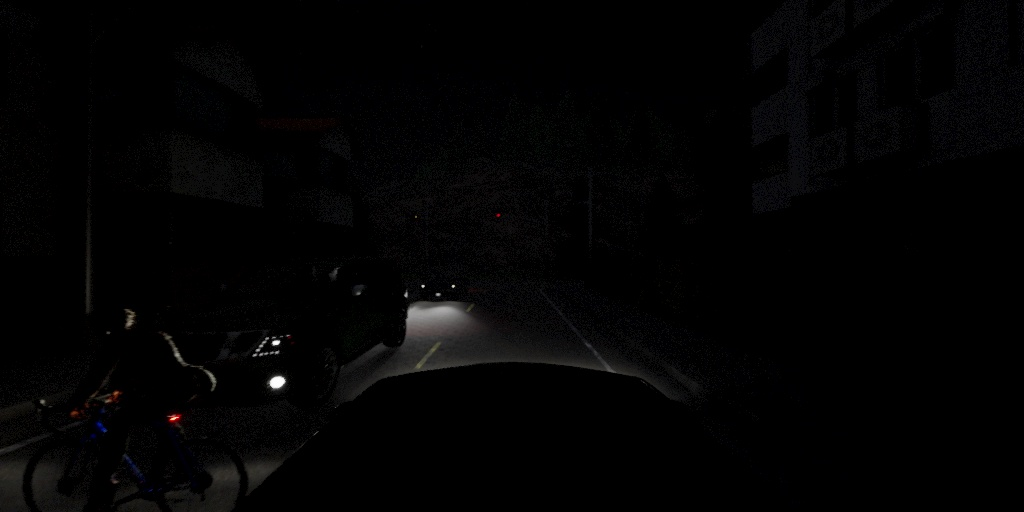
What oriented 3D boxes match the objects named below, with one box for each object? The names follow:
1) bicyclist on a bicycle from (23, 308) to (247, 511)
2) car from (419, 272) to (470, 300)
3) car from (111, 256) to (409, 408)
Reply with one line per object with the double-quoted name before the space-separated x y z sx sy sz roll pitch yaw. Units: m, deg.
"bicyclist on a bicycle" -2.764 1.211 2.634 1.656 1.620 0.582 0 -1 0
"car" -3.455 1.525 19.058 1.895 1.301 4.718 0 -1 1
"car" -3.580 1.018 6.617 2.150 2.045 5.566 0 0 0
